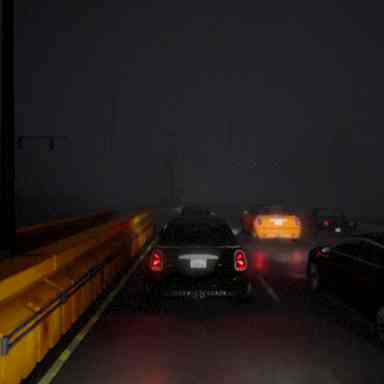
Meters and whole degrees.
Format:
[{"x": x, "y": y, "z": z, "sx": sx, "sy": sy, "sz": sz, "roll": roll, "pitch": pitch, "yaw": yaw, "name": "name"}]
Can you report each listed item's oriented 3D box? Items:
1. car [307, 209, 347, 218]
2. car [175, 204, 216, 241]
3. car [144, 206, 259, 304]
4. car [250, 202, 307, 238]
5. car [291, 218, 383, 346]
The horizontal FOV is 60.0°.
[{"x": 7.165, "y": 1.574, "z": 18.512, "sx": 1.895, "sy": 1.301, "sz": 4.718, "roll": 0, "pitch": 0, "yaw": 0, "name": "car"}, {"x": 0.162, "y": 1.480, "z": 17.450, "sx": 1.837, "sy": 1.490, "sz": 4.892, "roll": 0, "pitch": 0, "yaw": 0, "name": "car"}, {"x": 0.127, "y": 1.340, "z": 8.274, "sx": 2.097, "sy": 1.767, "sz": 4.553, "roll": 0, "pitch": 0, "yaw": 0, "name": "car"}, {"x": 3.658, "y": 1.329, "z": 16.144, "sx": 2.097, "sy": 1.767, "sz": 4.553, "roll": 0, "pitch": 0, "yaw": 0, "name": "car"}, {"x": 3.619, "y": 1.483, "z": 5.986, "sx": 2.128, "sy": 1.511, "sz": 4.902, "roll": 0, "pitch": 0, "yaw": 0, "name": "car"}]
